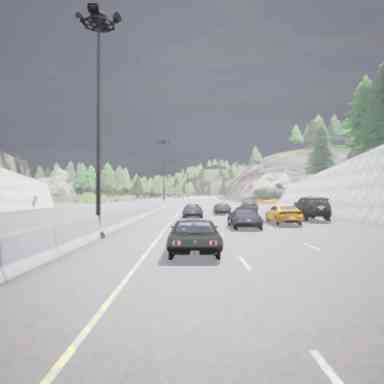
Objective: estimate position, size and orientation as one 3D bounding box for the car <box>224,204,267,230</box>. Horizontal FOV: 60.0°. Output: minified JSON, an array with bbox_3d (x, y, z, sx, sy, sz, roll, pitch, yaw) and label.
[{"bbox_3d":[3.584,1.775,22.974,1.994,1.385,4.181,0,-1,0],"label":"car"}]

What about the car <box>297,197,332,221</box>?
[{"bbox_3d":[10.580,1.497,29.911,2.150,2.045,5.566,0,-1,0],"label":"car"}]

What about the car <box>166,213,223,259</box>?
[{"bbox_3d":[0.091,1.722,13.075,1.895,1.301,4.718,0,-1,0],"label":"car"}]

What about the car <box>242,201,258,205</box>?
[{"bbox_3d":[7.070,1.872,41.366,2.128,1.511,4.902,0,-1,0],"label":"car"}]

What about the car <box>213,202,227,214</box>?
[{"bbox_3d":[3.571,1.926,39.470,1.994,1.385,4.181,0,-1,0],"label":"car"}]

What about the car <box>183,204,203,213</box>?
[{"bbox_3d":[0.074,1.870,33.359,1.994,1.385,4.181,0,-1,0],"label":"car"}]

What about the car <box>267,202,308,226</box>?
[{"bbox_3d":[7.082,1.717,25.955,1.882,1.535,5.008,0,-1,0],"label":"car"}]
